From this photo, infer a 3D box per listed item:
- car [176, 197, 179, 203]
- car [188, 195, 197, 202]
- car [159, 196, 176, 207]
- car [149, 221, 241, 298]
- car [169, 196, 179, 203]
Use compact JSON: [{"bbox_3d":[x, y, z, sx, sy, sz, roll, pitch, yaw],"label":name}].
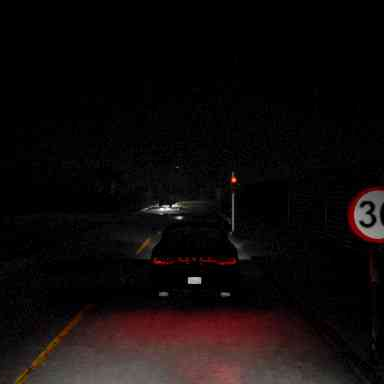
[{"bbox_3d":[-3.918,1.492,60.401,2.128,1.511,4.902,0,0,0],"label":"car"},{"bbox_3d":[0.182,1.339,71.375,1.812,1.442,4.674,0,0,0],"label":"car"},{"bbox_3d":[-3.965,1.491,50.921,2.128,1.511,4.902,0,0,0],"label":"car"},{"bbox_3d":[0.073,1.478,8.600,1.882,1.535,5.008,0,0,1],"label":"car"},{"bbox_3d":[-3.820,1.595,70.453,1.895,1.301,4.718,0,0,0],"label":"car"}]
